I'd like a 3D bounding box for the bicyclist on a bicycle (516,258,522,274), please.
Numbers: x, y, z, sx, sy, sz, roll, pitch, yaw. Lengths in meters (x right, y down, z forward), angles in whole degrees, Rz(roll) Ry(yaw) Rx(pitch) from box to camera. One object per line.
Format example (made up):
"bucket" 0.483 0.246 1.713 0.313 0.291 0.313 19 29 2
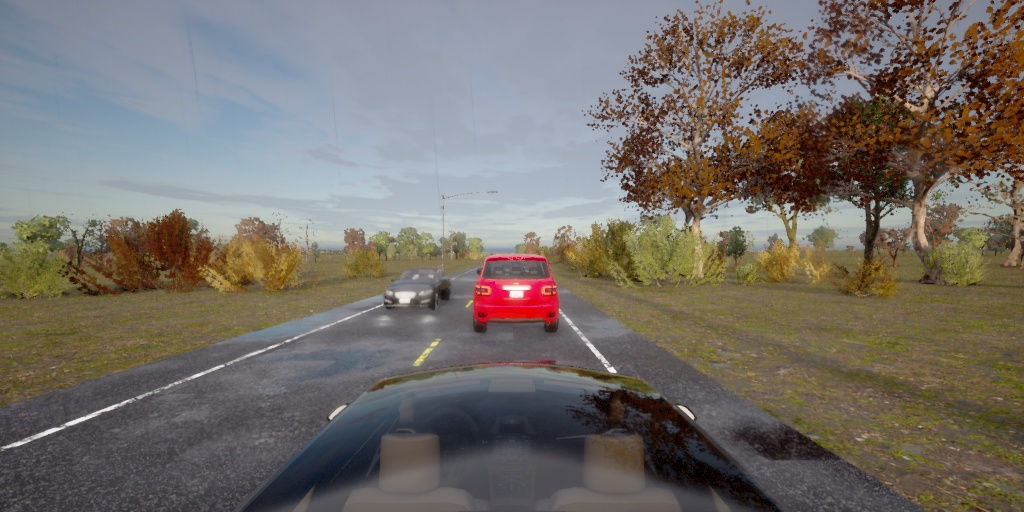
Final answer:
"bicyclist on a bicycle" 0.804 1.106 40.086 0.659 1.776 1.843 0 0 0

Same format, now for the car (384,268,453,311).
"car" -3.624 1.237 14.554 2.128 1.511 4.902 0 0 0

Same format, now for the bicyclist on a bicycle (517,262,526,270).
"bicyclist on a bicycle" 0.874 1.110 30.073 0.659 1.776 1.843 0 0 0

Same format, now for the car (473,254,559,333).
"car" 0.083 0.968 10.894 2.150 2.045 5.566 0 0 -1
